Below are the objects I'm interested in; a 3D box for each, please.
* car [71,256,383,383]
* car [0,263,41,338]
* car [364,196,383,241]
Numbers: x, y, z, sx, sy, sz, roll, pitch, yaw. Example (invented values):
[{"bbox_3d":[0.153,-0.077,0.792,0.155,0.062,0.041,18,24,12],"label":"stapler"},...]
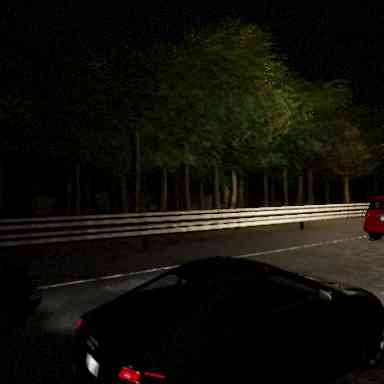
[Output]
[{"bbox_3d":[0.704,1.560,4.249,4.181,1.385,1.994,0,0,-35],"label":"car"},{"bbox_3d":[-4.762,1.601,4.649,4.718,1.301,1.895,0,0,-35],"label":"car"},{"bbox_3d":[10.105,1.180,15.247,5.566,2.045,2.150,0,0,-35],"label":"car"}]
